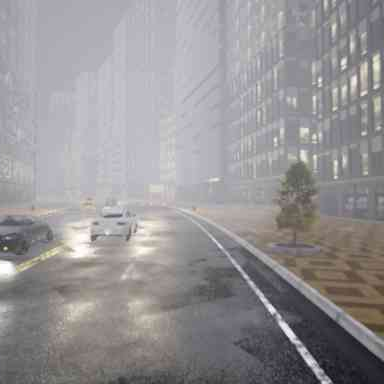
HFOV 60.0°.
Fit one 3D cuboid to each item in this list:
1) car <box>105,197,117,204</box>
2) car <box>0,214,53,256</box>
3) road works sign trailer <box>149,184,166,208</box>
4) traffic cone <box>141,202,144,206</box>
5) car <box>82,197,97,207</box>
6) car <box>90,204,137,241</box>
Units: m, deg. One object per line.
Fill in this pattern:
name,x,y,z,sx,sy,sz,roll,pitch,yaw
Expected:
car,-12.884,1.573,53.032,2.128,1.511,4.902,0,0,-13
car,-7.079,1.591,13.115,1.994,1.385,4.181,0,0,-3
road works sign trailer,-5.207,0.555,49.285,2.380,3.560,2.880,0,0,-13
traffic cone,-8.151,2.055,55.781,0.340,0.580,0.340,0,0,-13
car,-15.999,1.549,52.086,1.882,1.535,5.008,0,0,-13
car,-3.868,1.556,16.879,1.812,1.442,4.674,0,0,-4
